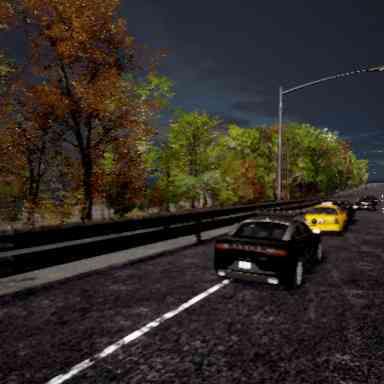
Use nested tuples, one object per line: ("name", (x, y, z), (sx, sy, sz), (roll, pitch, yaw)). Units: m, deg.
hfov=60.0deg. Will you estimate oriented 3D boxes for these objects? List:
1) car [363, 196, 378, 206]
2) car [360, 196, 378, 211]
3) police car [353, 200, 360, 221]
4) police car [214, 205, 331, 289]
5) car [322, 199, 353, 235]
("car", (27.926, 1.331, 52.057), (1.994, 1.385, 4.181), (1, 1, 30))
("car", (20.513, 1.357, 39.019), (1.837, 1.490, 4.892), (1, 1, 30))
("police car", (10.324, 1.306, 23.248), (1.930, 1.638, 5.238), (1, 1, 30))
("police car", (2.408, 1.348, 9.337), (1.930, 1.638, 5.238), (1, 1, 30))
("car", (7.394, 1.352, 18.100), (1.801, 1.575, 5.366), (1, 1, 30))
